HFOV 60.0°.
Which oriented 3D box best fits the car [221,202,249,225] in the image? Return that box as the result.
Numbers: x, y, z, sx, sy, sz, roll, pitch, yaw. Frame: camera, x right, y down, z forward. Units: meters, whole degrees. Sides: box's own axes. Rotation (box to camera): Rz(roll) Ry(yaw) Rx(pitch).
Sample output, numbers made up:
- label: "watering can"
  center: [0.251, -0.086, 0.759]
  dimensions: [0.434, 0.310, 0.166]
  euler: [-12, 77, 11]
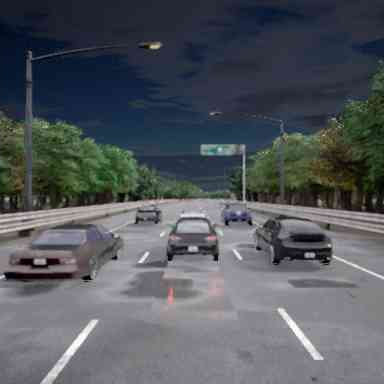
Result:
- label: "car"
  center: [3.547, 1.695, 27.238]
  dimensions: [2.097, 1.767, 4.553]
  euler: [0, -1, 1]

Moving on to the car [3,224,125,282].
- label: "car"
  center: [-3.478, 1.673, 10.154]
  dimensions: [2.033, 1.411, 5.357]
  euler: [0, -1, 0]

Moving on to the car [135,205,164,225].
- label: "car"
  center: [-3.453, 1.837, 27.316]
  dimensions: [2.128, 1.511, 4.902]
  euler: [0, -1, 1]

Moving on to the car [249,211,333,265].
- label: "car"
  center: [3.547, 1.659, 12.368]
  dimensions: [1.837, 1.490, 4.892]
  euler: [0, 0, 0]

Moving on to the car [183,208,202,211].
- label: "car"
  center: [0.040, 1.938, 26.717]
  dimensions: [1.895, 1.301, 4.718]
  euler: [0, -1, 1]

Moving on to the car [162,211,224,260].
- label: "car"
  center: [0.051, 1.686, 13.003]
  dimensions: [1.812, 1.442, 4.674]
  euler: [0, 0, 0]
